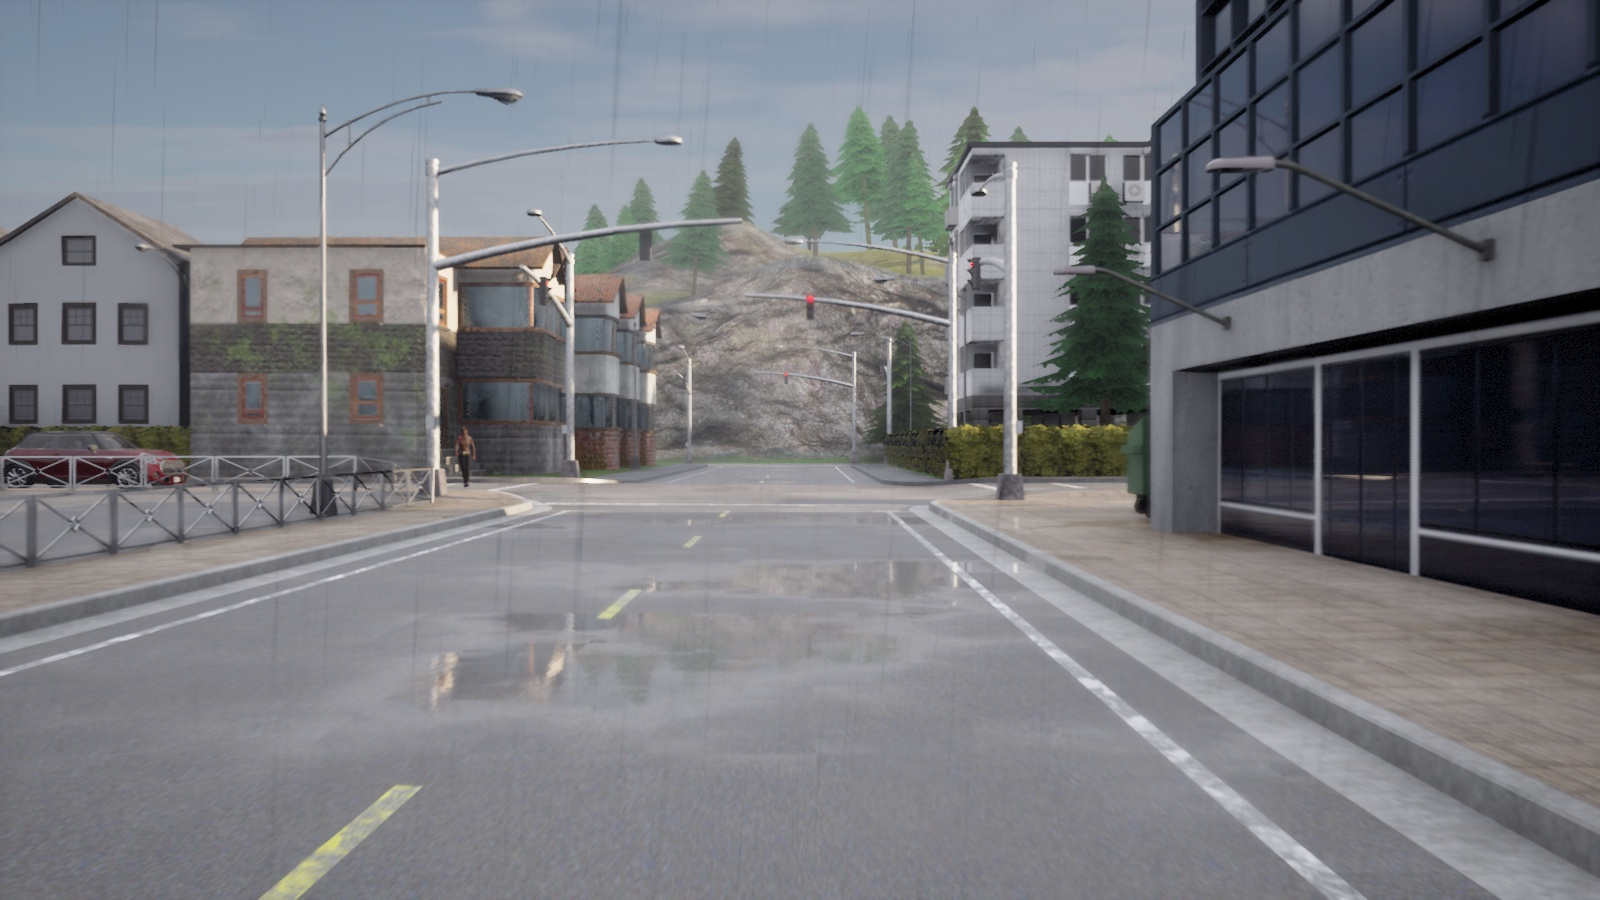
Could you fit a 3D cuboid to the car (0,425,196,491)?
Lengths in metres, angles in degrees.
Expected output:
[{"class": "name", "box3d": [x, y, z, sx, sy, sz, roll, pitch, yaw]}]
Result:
[{"class": "car", "box3d": [-19.636, 0.215, 35.062, 4.553, 1.767, 2.097, 0, 0, 0]}]

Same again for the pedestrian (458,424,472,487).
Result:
[{"class": "pedestrian", "box3d": [-9.669, 0.155, 36.255, 0.328, 1.805, 0.869, 0, 0, -12]}]
